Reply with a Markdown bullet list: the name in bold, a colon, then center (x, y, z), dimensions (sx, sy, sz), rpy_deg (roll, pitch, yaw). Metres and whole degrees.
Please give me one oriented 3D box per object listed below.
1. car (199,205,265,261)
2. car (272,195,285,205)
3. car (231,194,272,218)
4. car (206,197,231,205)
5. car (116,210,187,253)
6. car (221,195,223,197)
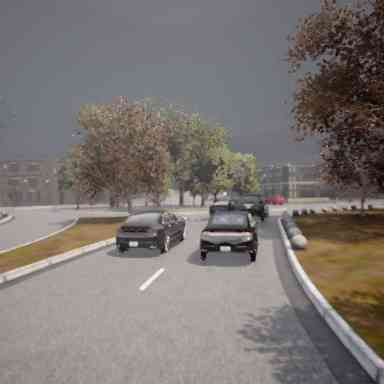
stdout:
- **car**: center (1.482, 1.457, 12.243), dimensions (2.128, 1.511, 4.902), rpy_deg (-1, 0, 12)
- **car**: center (15.855, 1.578, 66.419), dimensions (2.150, 2.045, 5.566), rpy_deg (0, -1, -37)
- **car**: center (4.931, 1.190, 26.851), dimensions (2.150, 2.045, 5.566), rpy_deg (-1, 0, 17)
- **car**: center (3.108, 1.491, 29.804), dimensions (1.882, 1.535, 5.008), rpy_deg (-1, -1, 23)
- **car**: center (-1.506, 1.503, 13.769), dimensions (1.837, 1.490, 4.892), rpy_deg (-1, 1, 12)
- **car**: center (8.860, 1.831, 69.239), dimensions (2.097, 1.767, 4.553), rpy_deg (0, -1, -42)
